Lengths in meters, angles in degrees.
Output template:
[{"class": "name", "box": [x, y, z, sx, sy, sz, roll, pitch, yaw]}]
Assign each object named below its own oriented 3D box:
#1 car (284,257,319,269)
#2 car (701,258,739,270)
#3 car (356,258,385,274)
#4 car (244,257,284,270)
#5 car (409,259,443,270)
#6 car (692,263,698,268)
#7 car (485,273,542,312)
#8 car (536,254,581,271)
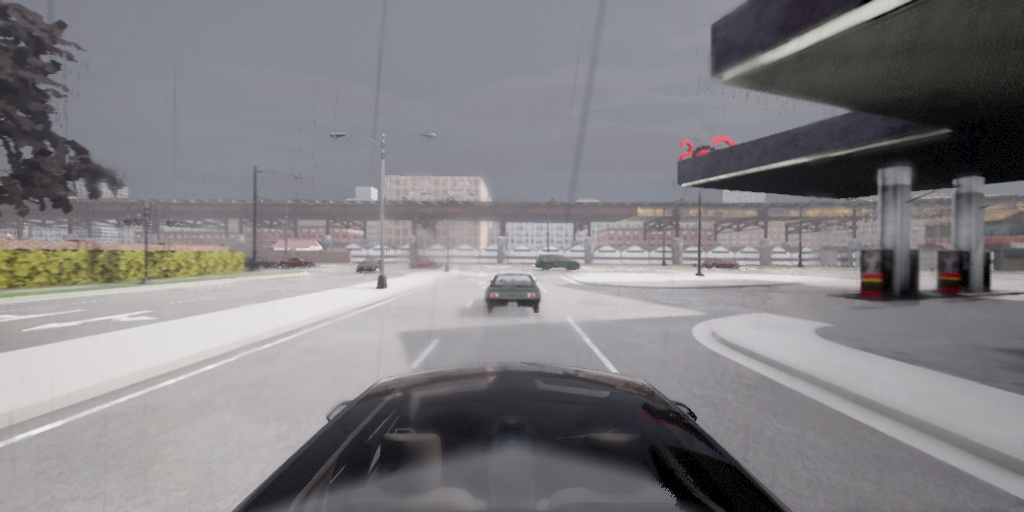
[{"class": "car", "box": [-27.260, 0.898, 45.985, 4.674, 1.442, 1.812, 0, 0, 1]}, {"class": "car", "box": [31.089, 1.130, 53.505, 4.553, 1.767, 2.097, 0, 1, 1]}, {"class": "car", "box": [-14.487, 1.009, 37.158, 1.837, 1.490, 4.892, 4, 0, -6]}, {"class": "car", "box": [-30.322, 0.869, 42.514, 4.892, 1.490, 1.837, 0, 0, 1]}, {"class": "car", "box": [-10.948, 1.058, 45.823, 4.181, 1.385, 1.994, 0, 0, 1]}, {"class": "car", "box": [31.192, 1.291, 56.897, 4.674, 1.442, 1.812, 0, -1, 3]}, {"class": "car", "box": [0.050, 1.303, 13.938, 1.895, 1.301, 4.718, 0, 0, 0]}, {"class": "car", "box": [5.826, 0.845, 45.174, 5.566, 2.045, 2.150, 0, -1, 0]}]
